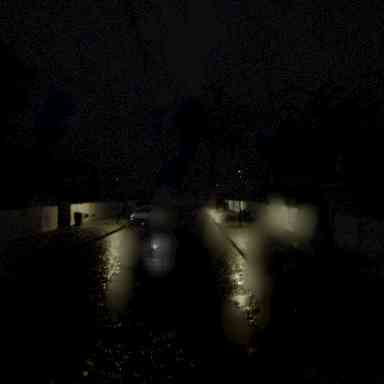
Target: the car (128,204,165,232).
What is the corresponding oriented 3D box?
[{"bbox_3d":[-2.757,1.531,21.020,1.812,1.442,4.674,0,-1,0],"label":"car"}]
